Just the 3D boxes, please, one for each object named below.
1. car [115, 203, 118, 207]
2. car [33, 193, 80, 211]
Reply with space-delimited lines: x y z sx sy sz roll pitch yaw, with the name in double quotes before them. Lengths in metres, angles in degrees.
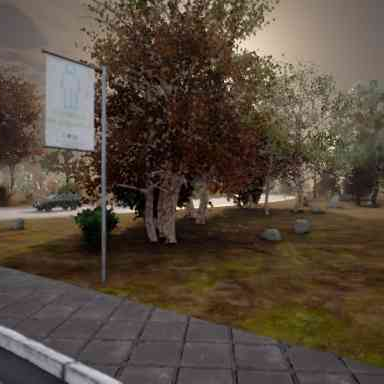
"car" -9.342 1.443 49.250 1.837 1.490 4.892 0 0 37
"car" -16.245 1.197 40.343 2.150 2.045 5.566 0 0 38
